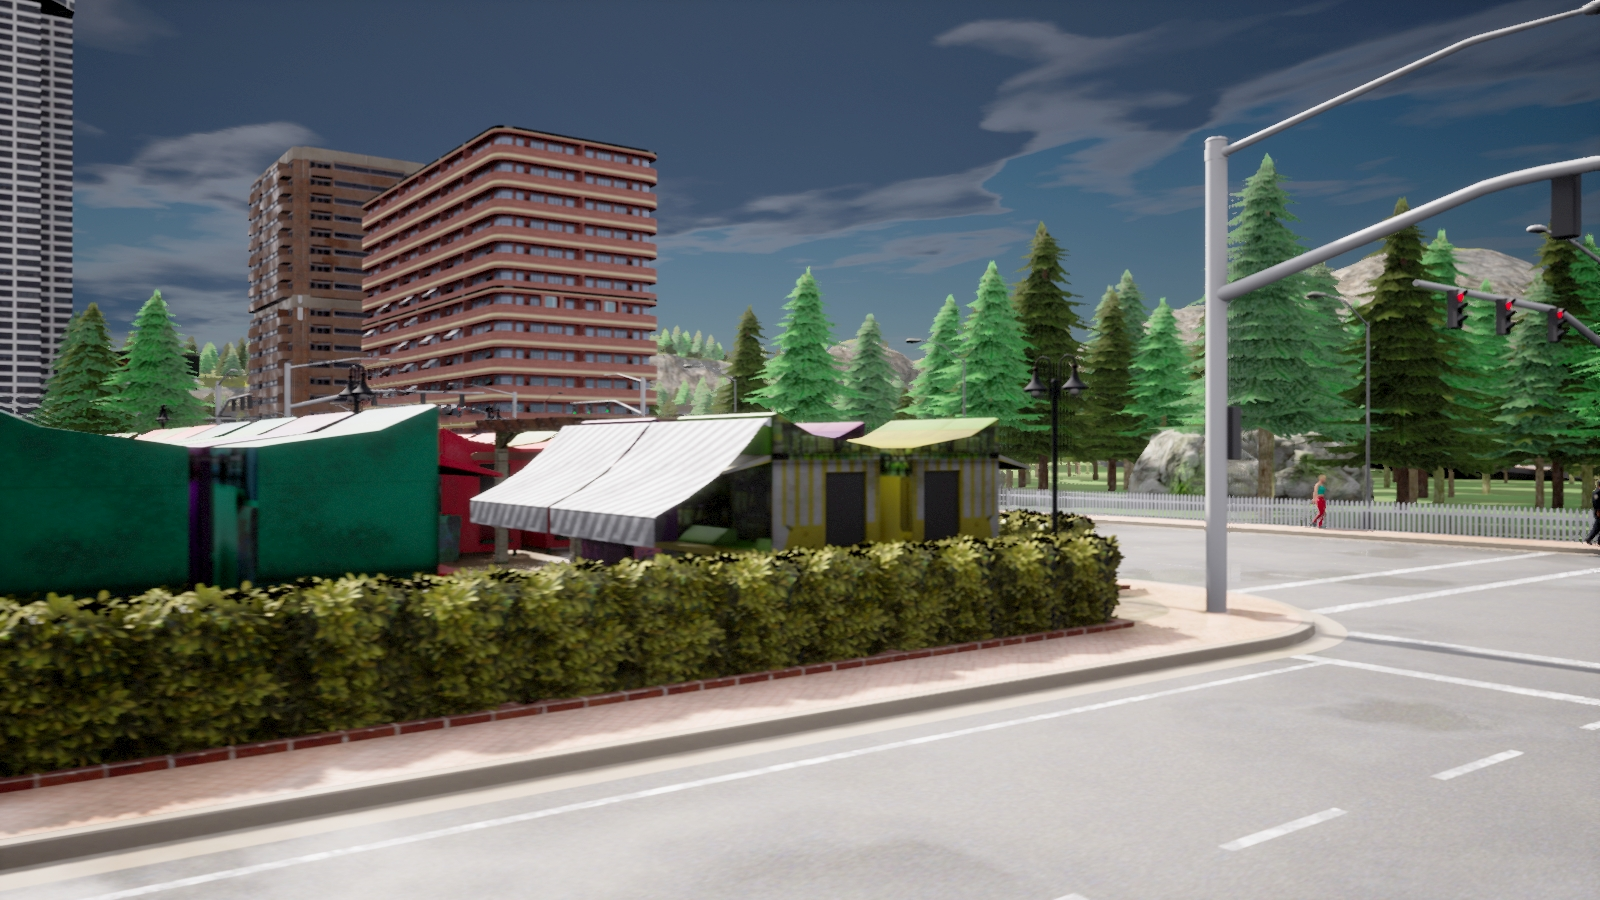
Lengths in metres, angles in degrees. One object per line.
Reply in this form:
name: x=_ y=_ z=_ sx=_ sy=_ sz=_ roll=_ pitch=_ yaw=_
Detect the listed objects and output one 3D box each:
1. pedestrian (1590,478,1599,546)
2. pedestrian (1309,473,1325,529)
pedestrian: x=22.055 y=1.701 z=31.494 sx=0.375 sy=1.860 sz=0.375 roll=0 pitch=0 yaw=-37
pedestrian: x=17.293 y=1.700 z=38.214 sx=0.375 sy=1.860 sz=0.375 roll=0 pitch=0 yaw=-36
